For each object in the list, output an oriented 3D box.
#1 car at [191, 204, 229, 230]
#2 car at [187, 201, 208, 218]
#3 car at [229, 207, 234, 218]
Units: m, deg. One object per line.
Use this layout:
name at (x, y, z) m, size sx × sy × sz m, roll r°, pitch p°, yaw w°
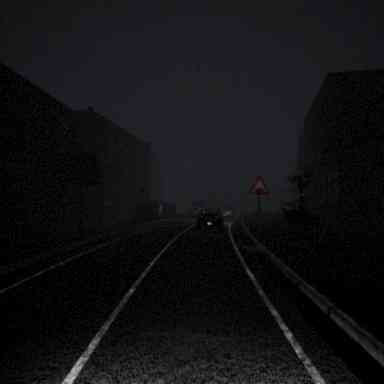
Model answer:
car at (1.389, 1.895, 24.089) m, size 2.128 × 1.511 × 4.902 m, roll -1°, pitch -1°, yaw 6°
car at (0.937, 2.105, 41.994) m, size 2.150 × 2.045 × 5.566 m, roll -1°, pitch -2°, yaw 11°
car at (4.321, 2.573, 42.677) m, size 1.895 × 1.301 × 4.718 m, roll -1°, pitch -2°, yaw 12°
